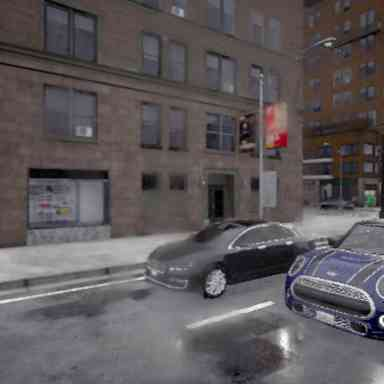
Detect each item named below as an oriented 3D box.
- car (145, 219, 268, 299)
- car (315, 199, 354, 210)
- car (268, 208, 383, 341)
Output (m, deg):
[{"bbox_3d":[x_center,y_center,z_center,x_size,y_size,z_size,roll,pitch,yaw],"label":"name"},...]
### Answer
[{"bbox_3d":[1.179,1.491,8.503,4.892,1.490,1.837,0,0,-35],"label":"car"},{"bbox_3d":[16.446,1.478,38.470,1.947,1.339,4.313,0,0,-35],"label":"car"},{"bbox_3d":[3.886,1.332,6.440,4.553,1.767,2.097,0,0,-35],"label":"car"}]
